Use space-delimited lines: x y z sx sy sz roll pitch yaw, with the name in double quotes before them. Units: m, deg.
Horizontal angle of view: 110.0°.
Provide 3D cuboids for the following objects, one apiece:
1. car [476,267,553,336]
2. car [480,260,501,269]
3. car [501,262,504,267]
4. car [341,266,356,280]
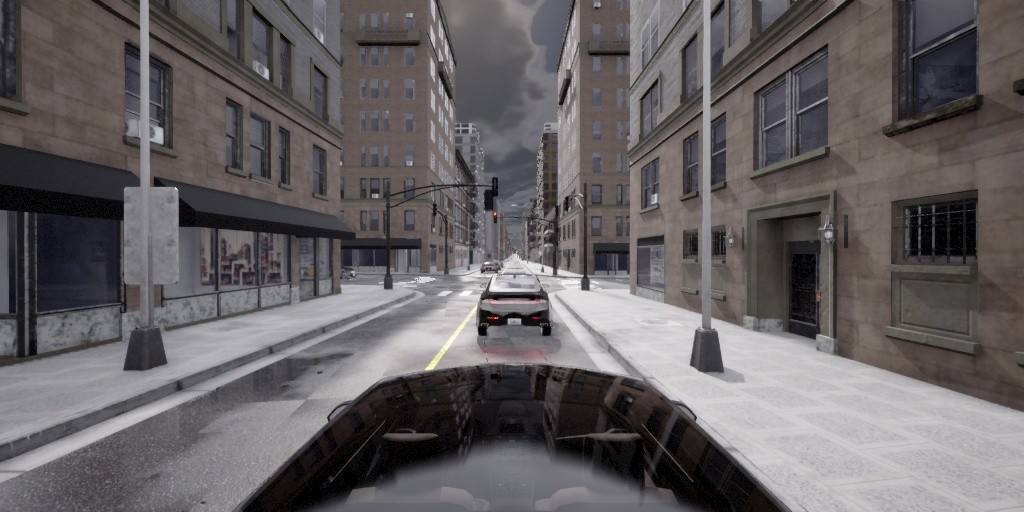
"car" 0.076 1.243 10.380 2.128 1.511 4.902 0 0 1
"car" -2.713 1.372 44.035 1.994 1.385 4.181 0 0 1
"car" -2.617 1.334 53.988 1.837 1.490 4.892 0 0 0
"car" -14.040 1.079 26.287 4.902 1.511 2.128 1 0 0
